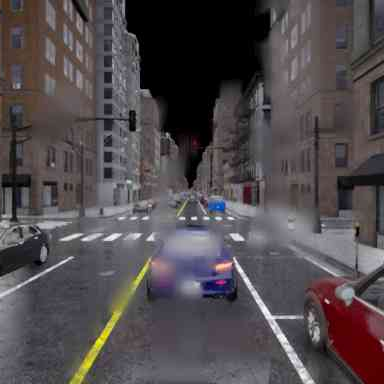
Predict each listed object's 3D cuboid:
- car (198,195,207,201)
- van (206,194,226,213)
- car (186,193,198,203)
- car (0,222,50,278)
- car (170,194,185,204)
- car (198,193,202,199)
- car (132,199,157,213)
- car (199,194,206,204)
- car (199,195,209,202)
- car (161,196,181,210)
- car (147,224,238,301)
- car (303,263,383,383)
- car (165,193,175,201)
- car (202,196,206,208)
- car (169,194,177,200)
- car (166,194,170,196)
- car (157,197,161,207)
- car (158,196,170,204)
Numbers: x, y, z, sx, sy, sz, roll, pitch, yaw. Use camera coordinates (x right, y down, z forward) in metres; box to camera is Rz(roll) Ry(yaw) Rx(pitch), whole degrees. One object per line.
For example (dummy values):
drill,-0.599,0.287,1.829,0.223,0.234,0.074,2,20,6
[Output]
car,2.736,1.507,87.201,2.008,1.369,4.403,0,0,0
van,2.677,1.333,36.070,1.690,1.788,3.998,0,0,0
car,0.126,1.523,65.820,2.033,1.411,5.357,0,0,0
car,-5.379,1.549,8.989,2.008,1.369,4.403,0,0,0
car,-2.755,1.488,59.947,1.837,1.490,4.892,0,-1,0
car,2.711,1.292,64.477,2.192,1.841,5.009,0,0,0
car,-5.348,1.542,36.070,2.008,1.369,4.403,0,0,0
car,2.704,1.564,58.795,1.802,1.307,4.206,0,0,0
car,2.724,1.406,75.839,1.967,1.590,4.097,0,0,0
car,-2.799,1.553,42.885,1.994,1.385,4.181,0,0,0
car,0.013,1.524,8.220,1.812,1.442,4.674,0,0,0
car,2.640,1.439,3.470,1.967,1.590,4.097,0,0,0
car,-5.295,1.276,81.525,2.192,1.841,5.009,0,0,0
car,2.691,1.570,47.432,1.802,1.307,4.206,0,0,0
car,-5.282,1.391,92.889,1.967,1.590,4.097,0,0,0
car,-5.322,1.508,58.628,1.752,1.417,4.829,0,0,0
car,-5.341,1.535,41.752,1.887,1.381,4.507,0,0,0
car,-5.315,1.543,64.480,1.947,1.339,4.313,0,0,0
